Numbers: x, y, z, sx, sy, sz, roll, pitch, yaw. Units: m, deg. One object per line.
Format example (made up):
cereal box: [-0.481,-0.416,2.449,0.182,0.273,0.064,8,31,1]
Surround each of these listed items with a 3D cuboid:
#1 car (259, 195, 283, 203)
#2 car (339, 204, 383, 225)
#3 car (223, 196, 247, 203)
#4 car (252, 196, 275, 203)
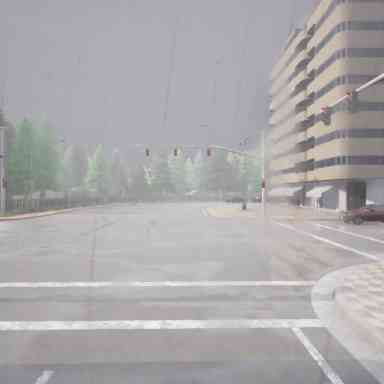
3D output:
car: [17.555,1.525,73.762,4.902,1.511,2.128,0,0,-23]
car: [13.167,1.581,24.113,4.674,1.442,1.812,0,0,-1]
car: [8.891,1.547,68.158,5.357,1.411,2.033,0,0,-38]
car: [14.204,1.526,67.860,4.674,1.442,1.812,0,0,-34]
